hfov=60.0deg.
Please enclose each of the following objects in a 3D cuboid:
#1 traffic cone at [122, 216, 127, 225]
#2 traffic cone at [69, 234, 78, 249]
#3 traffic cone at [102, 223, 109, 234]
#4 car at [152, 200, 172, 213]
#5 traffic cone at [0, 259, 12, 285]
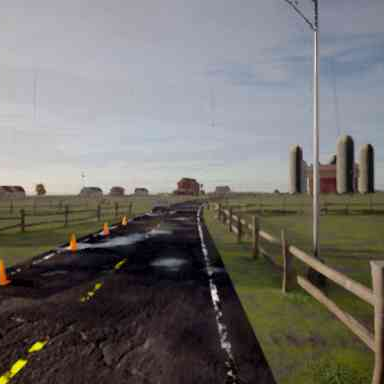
[{"bbox_3d":[-4.723,1.979,23.269,0.340,0.580,0.340,0,0,0],"label":"traffic cone"},{"bbox_3d":[-4.725,1.969,13.261,0.340,0.580,0.340,0,0,0],"label":"traffic cone"},{"bbox_3d":[-4.725,1.974,18.261,0.340,0.580,0.340,0,0,0],"label":"traffic cone"},{"bbox_3d":[-3.349,1.605,38.307,2.033,1.411,5.357,0,0,2],"label":"car"},{"bbox_3d":[-4.725,1.964,8.260,0.340,0.580,0.340,0,0,0],"label":"traffic cone"}]
